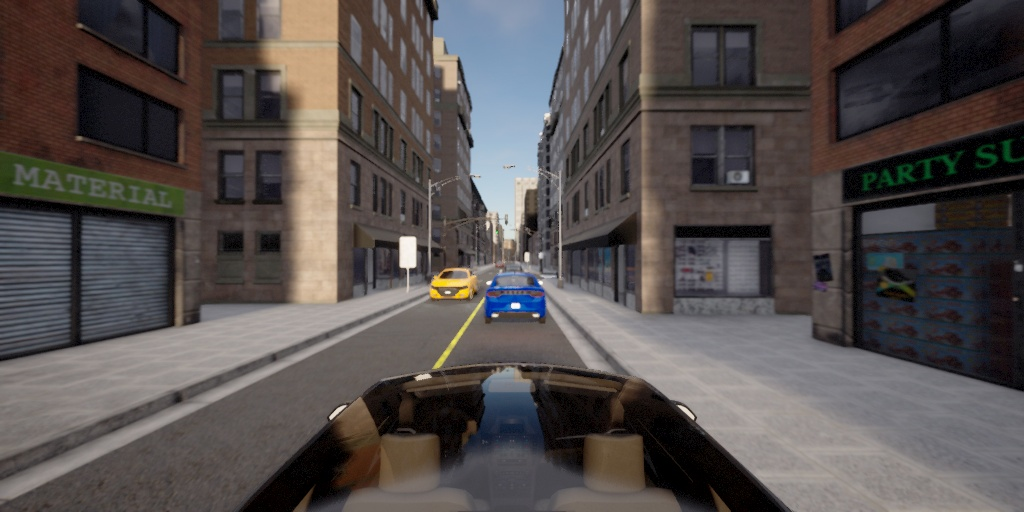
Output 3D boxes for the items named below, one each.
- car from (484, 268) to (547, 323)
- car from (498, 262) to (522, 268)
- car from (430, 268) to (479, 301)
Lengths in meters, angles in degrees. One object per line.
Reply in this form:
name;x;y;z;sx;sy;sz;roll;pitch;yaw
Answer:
car;0.101;1.312;12.537;1.882;1.535;5.008;0;-1;0
car;0.106;1.459;27.303;1.837;1.490;4.892;0;-1;0
car;-2.826;1.357;18.306;1.882;1.535;5.008;0;0;0
